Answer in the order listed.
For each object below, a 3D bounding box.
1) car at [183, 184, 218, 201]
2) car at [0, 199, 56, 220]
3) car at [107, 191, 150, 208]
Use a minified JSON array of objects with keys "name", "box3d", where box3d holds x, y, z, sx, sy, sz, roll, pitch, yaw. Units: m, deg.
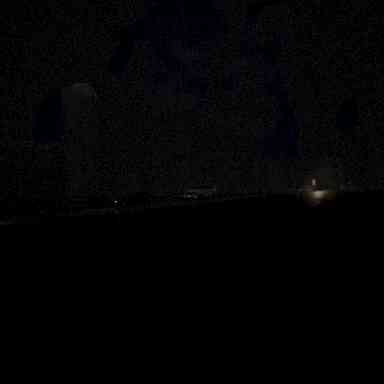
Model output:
[{"name":"car","box3d":[1.189,0.034,43.124,2.150,2.045,5.566,-1,2,36]},{"name":"car","box3d":[-12.445,1.195,23.978,1.895,1.301,4.718,-1,1,34]},{"name":"car","box3d":[-6.195,0.733,32.803,1.837,1.490,4.892,-1,1,36]}]
